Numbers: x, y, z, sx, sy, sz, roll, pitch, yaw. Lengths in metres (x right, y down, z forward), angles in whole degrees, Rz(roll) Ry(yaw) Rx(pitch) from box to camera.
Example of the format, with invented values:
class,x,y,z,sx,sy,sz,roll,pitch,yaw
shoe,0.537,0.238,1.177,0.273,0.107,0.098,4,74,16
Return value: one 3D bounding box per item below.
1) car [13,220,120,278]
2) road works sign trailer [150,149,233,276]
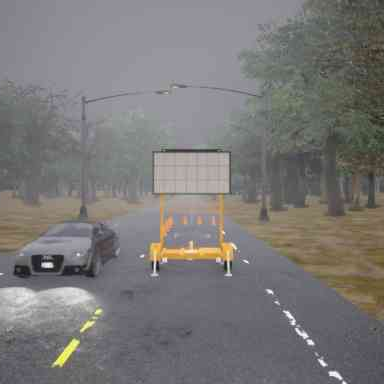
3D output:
class,x,y,z,sx,sy,sz,roll,pitch,yaw
car,-3.495,1.575,10.027,1.994,1.385,4.181,0,0,0
road works sign trailer,-0.010,0.476,10.359,2.380,3.560,2.880,0,0,0
